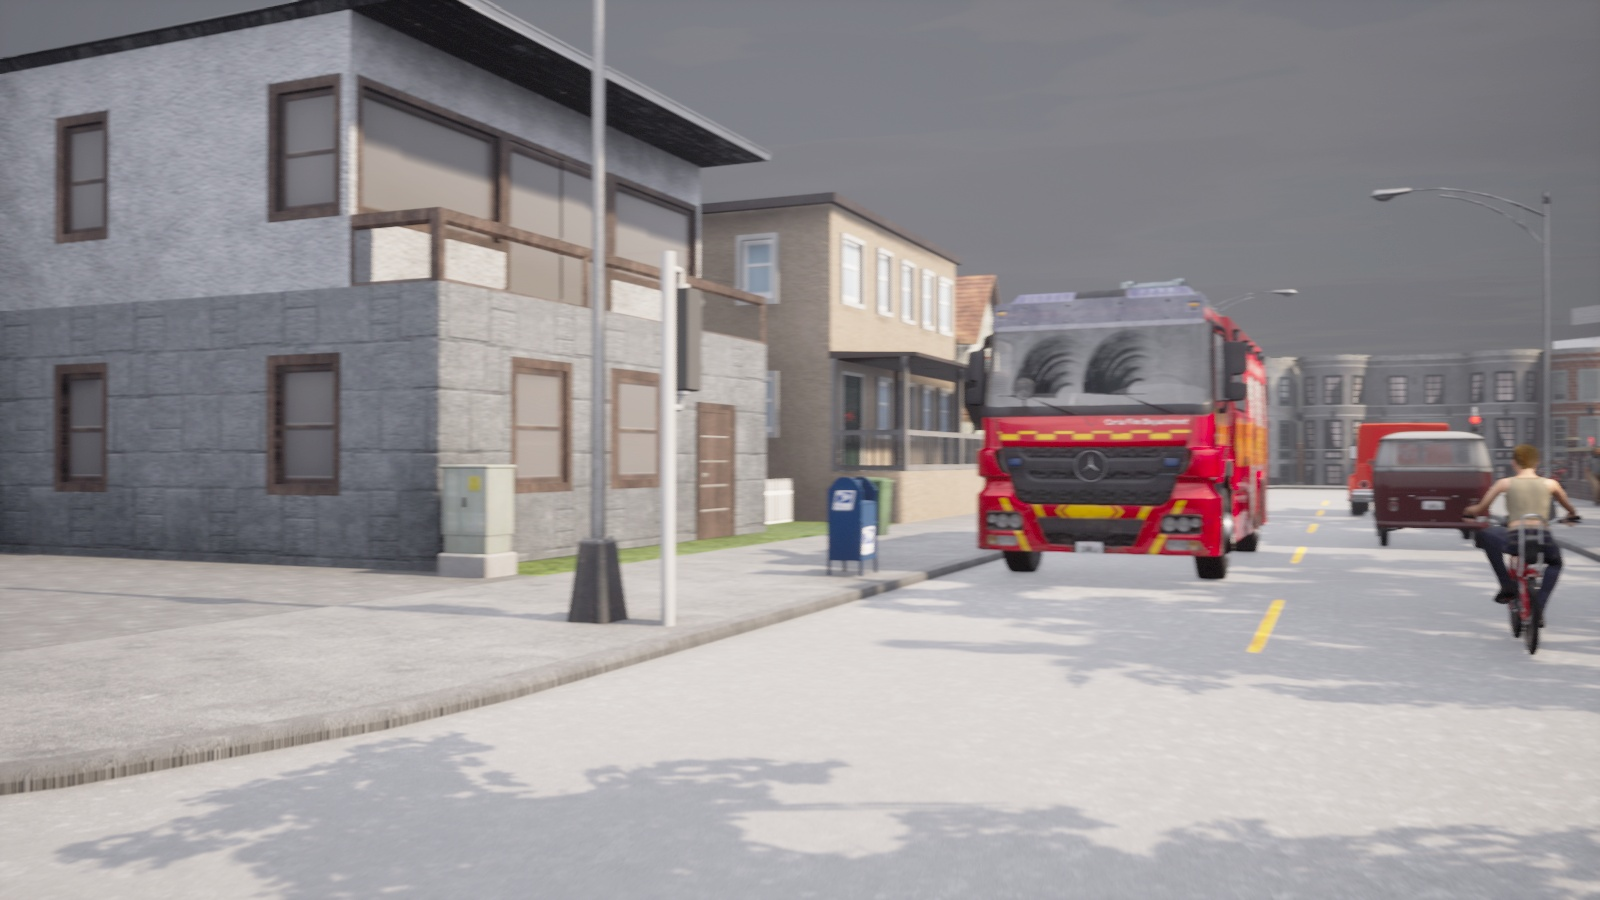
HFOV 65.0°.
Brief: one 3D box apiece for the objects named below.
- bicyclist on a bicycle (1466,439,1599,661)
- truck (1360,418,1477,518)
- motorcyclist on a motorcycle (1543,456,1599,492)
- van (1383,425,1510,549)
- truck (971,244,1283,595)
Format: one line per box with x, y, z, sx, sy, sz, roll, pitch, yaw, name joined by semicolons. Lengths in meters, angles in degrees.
5.813;0.731;9.917;0.866;1.612;1.509;0;0;24;bicyclist on a bicycle
16.553;0.445;33.864;2.627;2.467;5.204;0;0;24;truck
33.766;1.041;54.841;2.191;1.530;0.866;0;0;24;motorcyclist on a motorcycle
11.458;0.615;22.495;1.775;1.987;4.442;0;0;24;van
5.123;-0.308;18.148;2.891;3.827;8.468;0;0;25;truck
